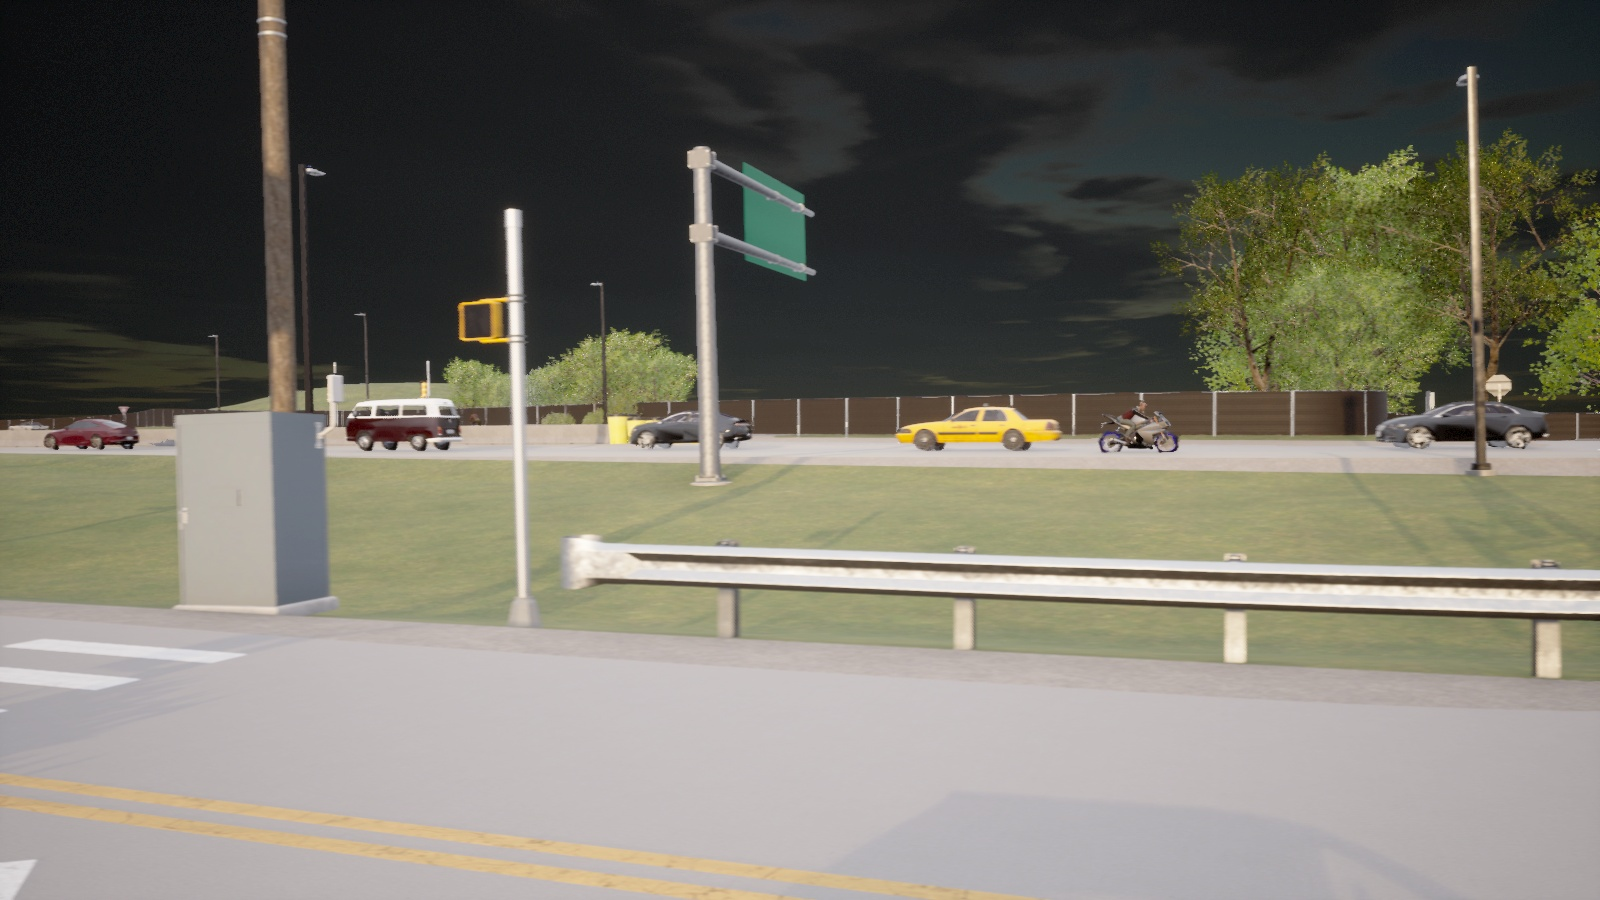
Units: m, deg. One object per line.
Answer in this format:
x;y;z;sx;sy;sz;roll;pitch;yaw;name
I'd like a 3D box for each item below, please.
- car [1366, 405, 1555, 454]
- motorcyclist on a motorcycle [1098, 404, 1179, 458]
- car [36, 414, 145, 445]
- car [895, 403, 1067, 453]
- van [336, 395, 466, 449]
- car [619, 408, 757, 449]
20.947;-0.659;40.013;4.902;1.511;2.128;0;1;9;car
9.832;-0.545;36.477;2.191;1.530;0.866;0;1;19;motorcyclist on a motorcycle
-33.322;-0.972;59.000;4.674;1.442;1.812;0;1;19;car
5.976;-0.726;41.534;5.366;1.575;1.801;0;1;19;car
-15.573;-1.089;49.074;4.480;2.038;2.069;0;1;19;van
-4.344;-0.837;48.854;4.902;1.511;2.128;0;1;19;car
